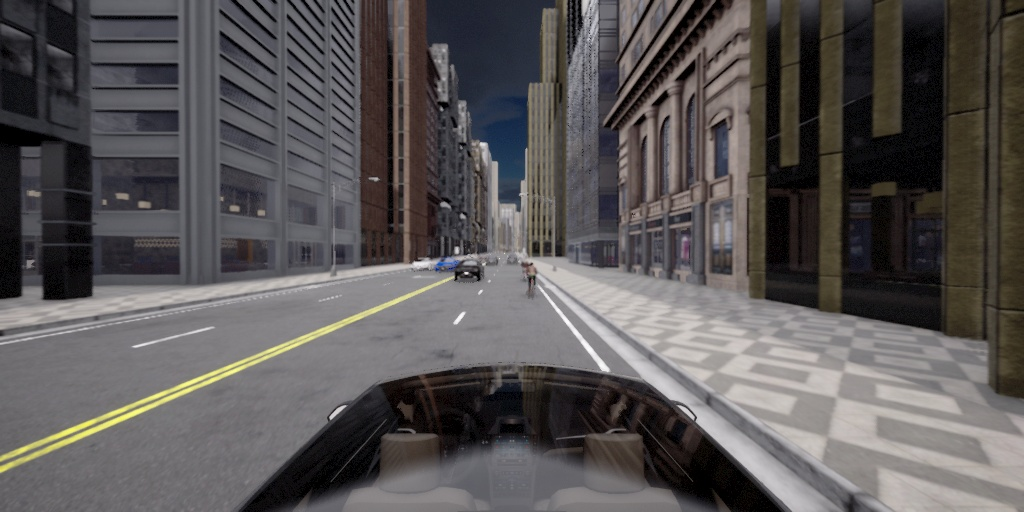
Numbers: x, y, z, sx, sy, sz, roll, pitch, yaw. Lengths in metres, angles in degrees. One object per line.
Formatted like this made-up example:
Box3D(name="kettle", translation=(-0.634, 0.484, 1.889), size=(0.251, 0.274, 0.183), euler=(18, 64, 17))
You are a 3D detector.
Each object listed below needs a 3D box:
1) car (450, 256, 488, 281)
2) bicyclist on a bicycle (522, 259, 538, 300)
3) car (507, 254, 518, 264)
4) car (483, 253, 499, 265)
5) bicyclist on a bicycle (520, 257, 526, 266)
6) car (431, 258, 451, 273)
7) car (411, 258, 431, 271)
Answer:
Box3D(name="car", translation=(-3.147, 1.008, 27.247), size=(1.882, 1.535, 5.008), euler=(0, 1, 0))
Box3D(name="bicyclist on a bicycle", translation=(0.897, 1.092, 16.079), size=(0.582, 1.620, 1.656), euler=(0, 0, 0))
Box3D(name="car", translation=(0.066, 0.635, 60.838), size=(2.128, 1.511, 4.902), euler=(0, 1, 0))
Box3D(name="car", translation=(-3.144, 0.666, 58.330), size=(2.128, 1.511, 4.902), euler=(0, 1, 0))
Box3D(name="bicyclist on a bicycle", translation=(0.898, 0.924, 25.010), size=(0.659, 1.776, 1.843), euler=(0, 1, 0))
Box3D(name="car", translation=(-6.589, 0.904, 36.741), size=(1.882, 1.535, 5.008), euler=(0, 0, 0))
Box3D(name="car", translation=(-9.832, 0.916, 39.967), size=(1.812, 1.442, 4.674), euler=(0, 1, 0))
